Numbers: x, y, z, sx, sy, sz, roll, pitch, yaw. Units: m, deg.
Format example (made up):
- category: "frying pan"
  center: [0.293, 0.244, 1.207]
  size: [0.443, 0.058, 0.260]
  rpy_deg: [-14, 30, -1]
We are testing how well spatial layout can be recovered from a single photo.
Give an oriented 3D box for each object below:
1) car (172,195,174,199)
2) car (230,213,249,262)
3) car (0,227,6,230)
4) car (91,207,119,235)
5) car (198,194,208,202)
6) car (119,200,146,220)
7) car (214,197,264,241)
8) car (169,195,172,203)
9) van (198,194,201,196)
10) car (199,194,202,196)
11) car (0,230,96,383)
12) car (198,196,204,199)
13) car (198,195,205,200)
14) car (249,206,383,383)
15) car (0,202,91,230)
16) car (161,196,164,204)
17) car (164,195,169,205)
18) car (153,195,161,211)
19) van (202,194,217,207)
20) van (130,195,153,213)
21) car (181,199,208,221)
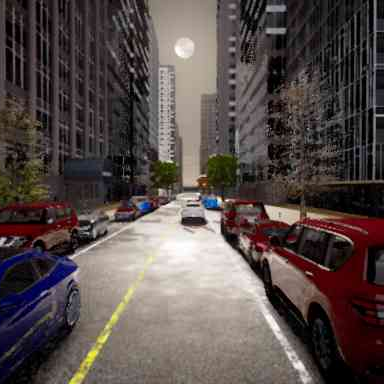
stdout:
- category: "car"
  center: [-5.301, 1.430, 67.542]
  size: [1.967, 1.590, 4.097]
  rpy_deg: [-1, 0, 0]
- category: "car"
  center: [2.527, 1.577, 11.082]
  size: [1.802, 1.307, 4.206]
  rpy_deg: [-1, 0, 0]
- category: "car"
  center: [-5.323, 1.548, 5.407]
  size: [2.008, 1.369, 4.403]
  rpy_deg: [-1, 0, 0]
- category: "car"
  center: [-5.319, 1.544, 16.705]
  size: [2.008, 1.369, 4.403]
  rpy_deg: [-1, 0, 0]
- category: "car"
  center: [2.582, 1.306, 78.867]
  size: [2.192, 1.841, 5.009]
  rpy_deg: [-1, 0, 0]
- category: "car"
  center: [-5.314, 1.573, 28.002]
  size: [1.802, 1.307, 4.206]
  rpy_deg: [-1, 0, 0]
- category: "car"
  center: [2.525, 1.309, 16.731]
  size: [2.192, 1.841, 5.009]
  rpy_deg: [-1, 0, 0]
- category: "car"
  center: [-5.304, 1.534, 61.894]
  size: [1.887, 1.381, 4.507]
  rpy_deg: [-1, 0, 0]
- category: "van"
  center: [2.578, 1.331, 67.570]
  size: [1.690, 1.788, 3.998]
  rpy_deg: [-1, 0, 0]
- category: "car"
  center: [2.577, 1.539, 56.273]
  size: [2.008, 1.369, 4.403]
  rpy_deg: [-1, 0, 0]
- category: "car"
  center: [-2.840, 1.524, 4.171]
  size: [1.812, 1.442, 4.674]
  rpy_deg: [0, 0, 0]
- category: "car"
  center: [0.117, 1.553, 43.113]
  size: [1.994, 1.385, 4.181]
  rpy_deg: [0, 0, 0]
- category: "car"
  center: [2.590, 1.538, 90.164]
  size: [1.887, 1.381, 4.507]
  rpy_deg: [-1, 0, 0]
- category: "car"
  center: [2.521, 1.312, 5.434]
  size: [2.192, 1.841, 5.009]
  rpy_deg: [-1, 0, 0]
- category: "car"
  center: [-5.324, 1.310, 11.056]
  size: [2.192, 1.841, 5.009]
  rpy_deg: [-1, 0, 0]
- category: "car"
  center: [-5.308, 1.534, 44.948]
  size: [1.887, 1.381, 4.507]
  rpy_deg: [-1, 0, 0]
- category: "car"
  center: [-5.303, 1.571, 56.245]
  size: [1.802, 1.307, 4.206]
  rpy_deg: [-1, 0, 0]
- category: "car"
  center: [-5.313, 1.304, 39.299]
  size: [2.192, 1.841, 5.009]
  rpy_deg: [-1, 0, 0]
- category: "van"
  center: [2.569, 1.330, 44.975]
  size: [1.690, 1.788, 3.998]
  rpy_deg: [-1, 0, 0]
- category: "van"
  center: [-5.315, 1.331, 33.650]
  size: [1.690, 1.788, 3.998]
  rpy_deg: [-1, 0, 0]
- category: "car"
  center: [0.110, 1.517, 26.957]
  size: [1.812, 1.442, 4.674]
  rpy_deg: [0, 0, 0]
